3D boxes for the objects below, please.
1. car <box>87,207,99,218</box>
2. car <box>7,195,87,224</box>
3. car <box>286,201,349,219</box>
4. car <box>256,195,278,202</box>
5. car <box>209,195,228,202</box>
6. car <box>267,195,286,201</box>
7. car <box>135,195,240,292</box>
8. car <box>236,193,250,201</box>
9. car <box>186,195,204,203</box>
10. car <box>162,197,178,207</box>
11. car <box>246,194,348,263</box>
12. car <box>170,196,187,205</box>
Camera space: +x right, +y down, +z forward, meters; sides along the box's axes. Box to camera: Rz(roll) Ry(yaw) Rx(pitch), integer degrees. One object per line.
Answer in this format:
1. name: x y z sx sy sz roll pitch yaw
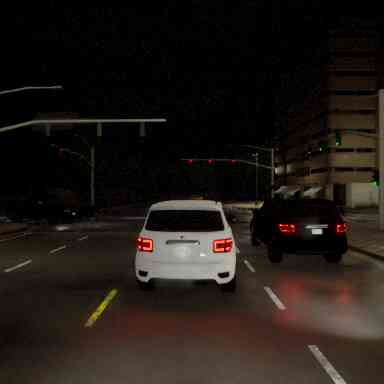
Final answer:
1. car: -10.687 1.634 29.296 4.718 1.301 1.895 -1 0 -1
2. car: -10.974 1.247 24.542 5.566 2.045 2.150 -1 -1 20
3. car: 11.029 1.549 29.423 4.892 1.490 1.837 1 0 0
4. car: 18.195 1.540 80.211 5.357 1.411 2.033 0 0 -34
5. car: 6.374 1.525 78.980 2.128 1.511 4.902 0 0 38
6. car: 21.833 1.524 86.237 4.674 1.442 1.812 0 0 -22
7. car: 0.015 1.221 9.130 2.150 2.045 5.566 0 0 4
8. car: 13.067 1.225 80.719 5.566 2.045 2.150 0 0 -41
9. car: 0.656 1.478 70.349 1.882 1.535 5.008 0 0 23
10. car: -3.367 1.505 51.586 1.837 1.490 4.892 0 0 3
11. car: 3.576 1.221 12.156 2.150 2.045 5.566 0 0 0
12. car: -2.431 1.505 60.822 1.837 1.490 4.892 0 0 13
